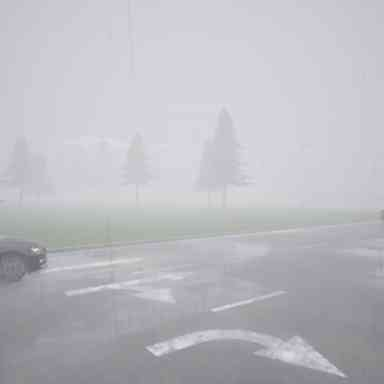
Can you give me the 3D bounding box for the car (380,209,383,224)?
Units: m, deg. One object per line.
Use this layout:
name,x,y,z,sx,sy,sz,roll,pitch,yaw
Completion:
car,15.043,1.495,23.077,5.008,1.535,1.882,0,0,-35

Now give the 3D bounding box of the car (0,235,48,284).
car,-6.139,1.492,7.967,4.902,1.511,2.128,0,0,-35
